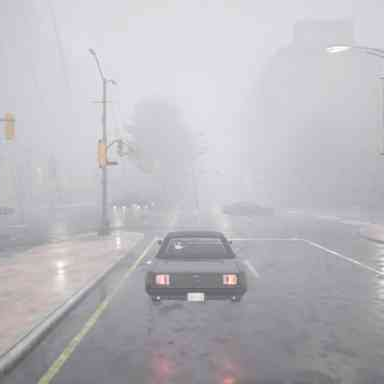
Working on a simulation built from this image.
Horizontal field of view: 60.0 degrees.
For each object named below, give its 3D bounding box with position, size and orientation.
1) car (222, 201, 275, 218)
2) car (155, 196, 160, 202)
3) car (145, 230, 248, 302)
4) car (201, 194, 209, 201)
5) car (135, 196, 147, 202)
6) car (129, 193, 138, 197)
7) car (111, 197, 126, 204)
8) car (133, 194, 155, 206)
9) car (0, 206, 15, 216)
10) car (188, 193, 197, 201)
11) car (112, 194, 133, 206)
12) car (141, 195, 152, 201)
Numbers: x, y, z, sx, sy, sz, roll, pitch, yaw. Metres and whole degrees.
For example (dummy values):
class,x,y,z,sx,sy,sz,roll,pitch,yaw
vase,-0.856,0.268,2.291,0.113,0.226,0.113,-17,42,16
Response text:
class,x,y,z,sx,sy,sz,roll,pitch,yaw
car,5.050,1.525,29.924,4.674,1.442,1.812,0,0,0
car,-8.003,1.564,65.795,1.994,1.385,4.181,0,0,1
car,0.078,1.601,8.209,1.895,1.301,4.718,0,0,0
car,3.534,1.519,86.892,2.128,1.511,4.902,0,0,0
car,-11.471,1.552,74.457,1.994,1.385,4.181,0,0,0
car,-11.512,1.221,64.573,2.150,2.045,5.566,0,0,1
car,-14.723,1.595,66.869,1.895,1.301,4.718,0,0,0
car,-8.066,1.547,56.559,2.033,1.411,5.357,0,0,0
car,-18.609,1.600,29.843,4.718,1.301,1.895,0,0,-1
car,0.034,1.218,86.507,2.150,2.045,5.566,0,0,0
car,-11.566,1.526,55.161,1.812,1.442,4.674,0,0,0
car,-11.467,1.525,84.691,2.128,1.511,4.902,0,0,0
